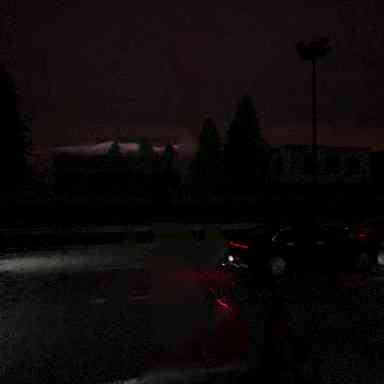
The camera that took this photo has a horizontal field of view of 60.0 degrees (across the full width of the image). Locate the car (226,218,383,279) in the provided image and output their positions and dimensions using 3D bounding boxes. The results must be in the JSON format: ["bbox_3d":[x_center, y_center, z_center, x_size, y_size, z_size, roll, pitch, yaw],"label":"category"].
[{"bbox_3d":[3.495,1.721,10.563,4.892,1.490,1.837,0,-1,-15],"label":"car"}]

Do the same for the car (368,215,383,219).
[{"bbox_3d":[9.540,1.831,15.784,4.674,1.442,1.812,0,-1,-15],"label":"car"}]
